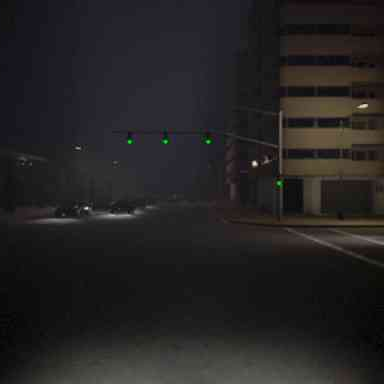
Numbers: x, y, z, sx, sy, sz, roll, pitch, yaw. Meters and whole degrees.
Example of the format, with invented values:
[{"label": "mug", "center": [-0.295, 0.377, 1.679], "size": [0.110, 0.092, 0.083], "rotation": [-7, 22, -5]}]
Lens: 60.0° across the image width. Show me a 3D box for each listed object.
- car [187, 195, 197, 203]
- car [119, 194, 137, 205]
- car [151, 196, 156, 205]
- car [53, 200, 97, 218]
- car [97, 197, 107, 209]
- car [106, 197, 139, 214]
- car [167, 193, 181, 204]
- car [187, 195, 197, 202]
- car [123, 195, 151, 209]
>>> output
[{"label": "car", "center": [-0.017, 1.442, 63.363], "size": [1.994, 1.385, 4.181], "rotation": [0, 0, 0]}, {"label": "car", "center": [-10.547, 1.246, 54.935], "size": [2.097, 1.767, 4.553], "rotation": [0, 0, 0]}, {"label": "car", "center": [-7.065, 1.386, 54.286], "size": [2.128, 1.511, 4.902], "rotation": [0, 0, 0]}, {"label": "car", "center": [-10.597, 1.489, 30.122], "size": [2.033, 1.411, 5.357], "rotation": [0, 0, 0]}, {"label": "car", "center": [-10.591, 1.400, 40.018], "size": [1.882, 1.535, 5.008], "rotation": [0, 0, 0]}, {"label": "car", "center": [-7.086, 1.498, 34.356], "size": [1.994, 1.385, 4.181], "rotation": [0, 0, 0]}, {"label": "car", "center": [-3.517, 1.372, 61.981], "size": [2.128, 1.511, 4.902], "rotation": [0, 0, 0]}, {"label": "car", "center": [-0.019, 1.321, 71.661], "size": [1.994, 1.385, 4.181], "rotation": [0, 0, 0]}, {"label": "car", "center": [-7.078, 1.408, 43.157], "size": [2.128, 1.511, 4.902], "rotation": [0, 0, 0]}]
